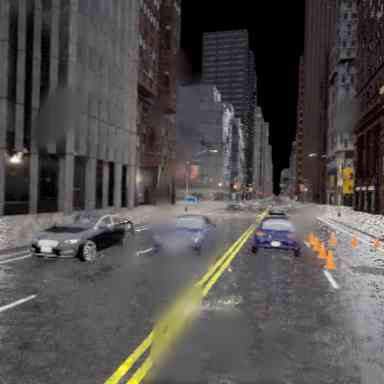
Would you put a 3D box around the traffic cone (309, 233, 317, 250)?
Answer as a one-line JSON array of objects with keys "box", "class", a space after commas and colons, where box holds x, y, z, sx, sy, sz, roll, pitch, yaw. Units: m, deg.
[{"box": [5.590, 2.292, 14.941, 0.340, 0.580, 0.340, 2, -1, 14], "class": "traffic cone"}]

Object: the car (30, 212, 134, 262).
[{"box": [-3.787, 1.513, 12.399, 2.128, 1.511, 4.902, 2, -1, 14], "class": "car"}]

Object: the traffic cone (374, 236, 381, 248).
[{"box": [8.990, 2.408, 16.134, 0.340, 0.580, 0.340, 2, -1, 14], "class": "traffic cone"}]

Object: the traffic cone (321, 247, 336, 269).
[{"box": [4.598, 2.222, 11.067, 0.340, 0.580, 0.340, 2, -1, 14], "class": "traffic cone"}]

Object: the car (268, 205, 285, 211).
[{"box": [10.510, 2.308, 41.263, 1.994, 1.385, 4.181, 2, 0, 14], "class": "car"}]

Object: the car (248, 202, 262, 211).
[{"box": [10.442, 2.393, 54.691, 1.812, 1.442, 4.674, 2, 0, 15], "class": "car"}]

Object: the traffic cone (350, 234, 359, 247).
[{"box": [8.022, 2.381, 16.383, 0.340, 0.580, 0.340, 2, -1, 14], "class": "traffic cone"}]

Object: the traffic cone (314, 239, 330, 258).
[{"box": [5.094, 2.257, 13.004, 0.340, 0.580, 0.340, 2, -1, 14], "class": "traffic cone"}]

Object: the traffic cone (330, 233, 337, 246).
[{"box": [7.054, 2.354, 16.630, 0.340, 0.580, 0.340, 2, -1, 14], "class": "traffic cone"}]

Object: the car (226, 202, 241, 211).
[{"box": [6.771, 2.291, 53.479, 2.033, 1.411, 5.357, 2, -1, 15], "class": "car"}]

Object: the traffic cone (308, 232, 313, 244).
[{"box": [6.085, 2.327, 16.879, 0.340, 0.580, 0.340, 2, -1, 14], "class": "traffic cone"}]

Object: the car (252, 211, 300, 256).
[{"box": [3.688, 1.800, 14.602, 1.812, 1.442, 4.674, 2, -1, 14], "class": "car"}]

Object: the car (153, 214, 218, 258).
[{"box": [-0.062, 1.677, 13.797, 1.812, 1.442, 4.674, 2, -1, 14], "class": "car"}]
